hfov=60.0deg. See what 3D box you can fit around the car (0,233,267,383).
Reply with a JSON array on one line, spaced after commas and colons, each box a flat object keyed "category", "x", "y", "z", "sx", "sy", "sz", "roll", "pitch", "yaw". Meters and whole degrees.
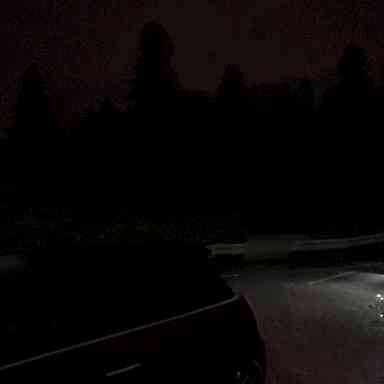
[{"category": "car", "x": -1.503, "y": 1.349, "z": 2.900, "sx": 4.553, "sy": 1.767, "sz": 2.097, "roll": 0, "pitch": 0, "yaw": -35}]
